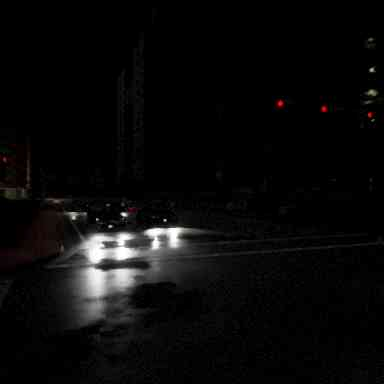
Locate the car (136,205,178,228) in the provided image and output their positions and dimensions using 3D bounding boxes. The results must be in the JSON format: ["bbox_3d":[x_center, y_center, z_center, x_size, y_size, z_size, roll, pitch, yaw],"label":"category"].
[{"bbox_3d":[-2.446,1.587,22.600,1.994,1.385,4.181,0,0,-23],"label":"car"}]

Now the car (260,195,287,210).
[{"bbox_3d":[10.586,1.313,43.727,1.905,1.878,3.866,0,0,-22],"label":"car"}]

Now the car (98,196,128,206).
[{"bbox_3d":[-9.278,1.406,38.929,2.097,1.767,4.553,0,0,-23],"label":"car"}]

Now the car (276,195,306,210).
[{"bbox_3d":[13.305,1.327,44.847,1.905,1.878,3.866,0,0,-22],"label":"car"}]

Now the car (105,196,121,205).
[{"bbox_3d":[-14.526,1.602,60.745,2.128,1.511,4.902,0,0,-23],"label":"car"}]

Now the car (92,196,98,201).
[{"bbox_3d":[-15.559,1.279,54.159,1.882,1.535,5.008,0,0,-23],"label":"car"}]

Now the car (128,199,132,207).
[{"bbox_3d":[-10.529,1.618,51.337,1.812,1.442,4.674,0,0,-22],"label":"car"}]

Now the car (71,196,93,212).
[{"bbox_3d":[-13.347,1.519,39.588,1.882,1.535,5.008,0,0,-23],"label":"car"}]

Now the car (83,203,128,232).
[{"bbox_3d":[-5.379,1.606,20.544,1.895,1.301,4.718,0,0,-23],"label":"car"}]
